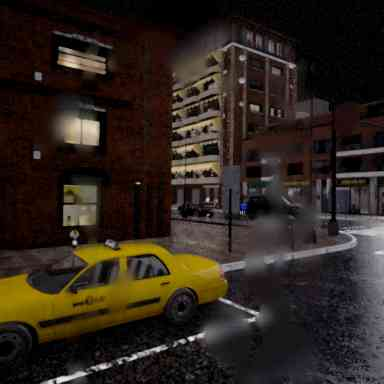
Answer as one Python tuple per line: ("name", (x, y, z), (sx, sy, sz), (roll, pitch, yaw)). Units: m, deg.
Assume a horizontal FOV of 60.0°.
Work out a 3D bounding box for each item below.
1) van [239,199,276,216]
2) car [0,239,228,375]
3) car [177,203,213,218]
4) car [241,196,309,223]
("van", (7.130, 1.645, 36.645), (1.690, 1.788, 3.998), (1, -1, -35))
("car", (-1.596, 1.525, 5.572), (4.829, 1.417, 1.752), (0, 1, -35))
("car", (0.232, 1.724, 31.886), (1.947, 1.339, 4.313), (1, -1, -35))
("car", (6.818, 1.349, 26.927), (2.150, 2.045, 5.566), (1, -1, -35))
